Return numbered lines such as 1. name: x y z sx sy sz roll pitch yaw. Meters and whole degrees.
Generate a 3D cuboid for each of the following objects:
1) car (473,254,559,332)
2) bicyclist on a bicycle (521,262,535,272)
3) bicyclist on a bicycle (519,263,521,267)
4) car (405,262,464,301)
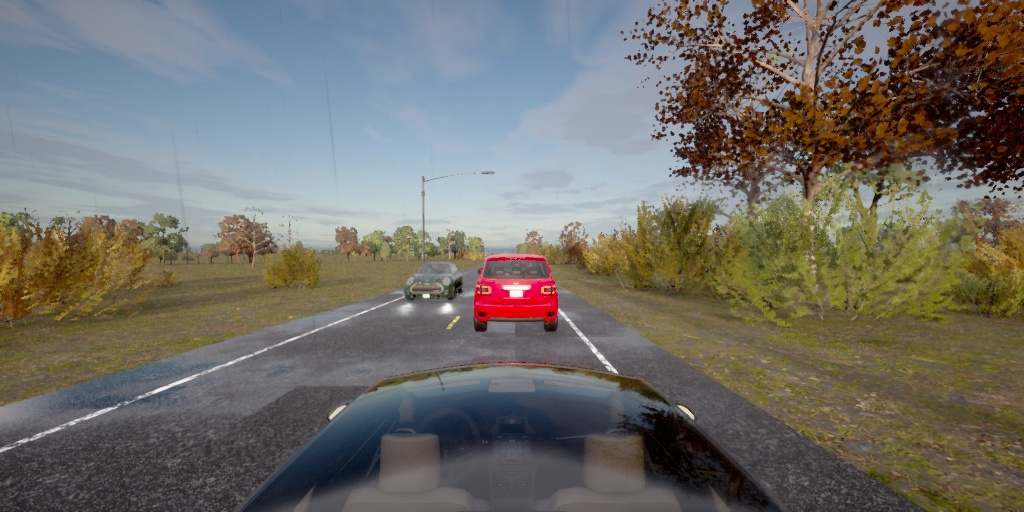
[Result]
1. car: 0.091 0.968 11.008 2.150 2.045 5.566 0 0 0
2. bicyclist on a bicycle: 0.942 1.114 18.714 0.659 1.776 1.843 0 0 0
3. bicyclist on a bicycle: 0.902 1.110 28.727 0.659 1.776 1.843 0 0 0
4. car: -3.622 1.096 17.372 2.097 1.767 4.553 0 0 0
